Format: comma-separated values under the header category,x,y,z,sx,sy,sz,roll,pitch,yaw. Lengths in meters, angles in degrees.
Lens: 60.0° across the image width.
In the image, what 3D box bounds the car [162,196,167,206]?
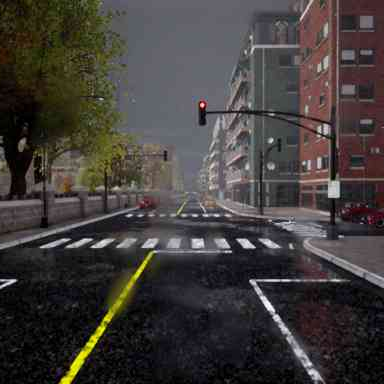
category,x,y,z,sx,sy,sz,roll,pitch,yaw
car,-5.640,1.445,54.989,1.967,1.590,4.097,0,0,0

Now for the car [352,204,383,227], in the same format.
category,x,y,z,sx,sy,sz,roll,pitch,yaw
car,14.688,1.846,24.722,4.181,1.385,1.994,1,0,0

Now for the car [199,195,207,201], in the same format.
category,x,y,z,sx,sy,sz,roll,pitch,yaw
car,2.767,1.568,82.657,1.887,1.381,4.507,0,0,0

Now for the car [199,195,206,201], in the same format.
category,x,y,z,sx,sy,sz,roll,pitch,yaw
car,2.772,1.573,88.192,1.887,1.381,4.507,0,0,0

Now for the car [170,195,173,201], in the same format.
category,x,y,z,sx,sy,sz,roll,pitch,yaw
car,-5.624,1.597,71.594,1.802,1.307,4.206,0,0,0

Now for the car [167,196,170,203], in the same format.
category,x,y,z,sx,sy,sz,roll,pitch,yaw
car,-5.635,1.553,60.524,1.887,1.381,4.507,0,0,0

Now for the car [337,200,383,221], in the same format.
category,x,y,z,sx,sy,sz,roll,pitch,yaw
car,14.643,1.585,27.326,5.009,1.841,2.192,1,-1,0

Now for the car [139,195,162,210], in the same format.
category,x,y,z,sx,sy,sz,roll,pitch,yaw
car,-5.651,1.314,43.918,2.192,1.841,5.009,0,0,0

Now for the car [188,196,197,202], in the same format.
category,x,y,z,sx,sy,sz,roll,pitch,yaw
car,0.078,1.574,79.635,1.994,1.385,4.181,0,0,0

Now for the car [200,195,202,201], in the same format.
category,x,y,z,sx,sy,sz,roll,pitch,yaw
car,2.741,1.550,54.981,1.887,1.381,4.507,0,0,0

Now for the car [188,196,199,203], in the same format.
category,x,y,z,sx,sy,sz,roll,pitch,yaw
car,0.070,1.561,69.224,2.033,1.411,5.357,0,0,0

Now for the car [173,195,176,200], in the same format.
category,x,y,z,sx,sy,sz,roll,pitch,yaw
car,-5.614,1.605,82.665,1.802,1.307,4.206,0,0,0

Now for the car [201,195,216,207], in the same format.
category,x,y,z,sx,sy,sz,roll,pitch,yaw
car,2.736,1.527,49.616,1.752,1.417,4.829,0,0,0
